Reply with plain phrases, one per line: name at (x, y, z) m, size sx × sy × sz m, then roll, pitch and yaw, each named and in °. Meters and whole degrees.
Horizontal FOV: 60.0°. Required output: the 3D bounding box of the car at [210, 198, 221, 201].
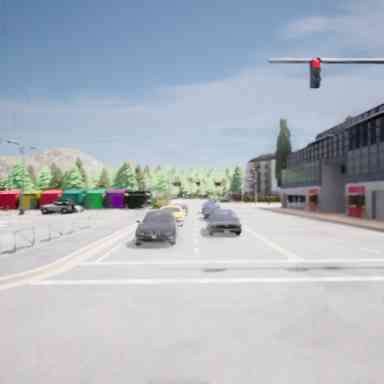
car at (2.284, 1.982, 42.558) m, size 1.882 × 1.535 × 5.008 m, roll 0°, pitch 0°, yaw 1°

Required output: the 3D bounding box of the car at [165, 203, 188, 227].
car at (-1.520, 1.806, 25.862) m, size 1.882 × 1.535 × 5.008 m, roll 0°, pitch -1°, yaw 1°

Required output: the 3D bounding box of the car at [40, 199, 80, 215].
car at (-16.016, 1.757, 40.033) m, size 3.866 × 1.878 × 1.905 m, roll 0°, pitch -1°, yaw -1°

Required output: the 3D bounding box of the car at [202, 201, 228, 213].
car at (2.084, 1.926, 32.087) m, size 2.033 × 1.411 × 5.357 m, roll 0°, pitch -1°, yaw 1°

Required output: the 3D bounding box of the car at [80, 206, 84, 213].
car at (-16.029, 2.031, 42.925) m, size 3.806 × 1.475 × 1.970 m, roll 0°, pitch -1°, yaw -1°

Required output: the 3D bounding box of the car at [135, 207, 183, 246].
car at (-1.612, 1.723, 16.681) m, size 1.837 × 1.490 × 4.892 m, roll 0°, pitch -1°, yaw 0°

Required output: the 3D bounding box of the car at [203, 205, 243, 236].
car at (1.912, 1.788, 20.601) m, size 2.033 × 1.411 × 5.357 m, roll 0°, pitch -1°, yaw 1°
